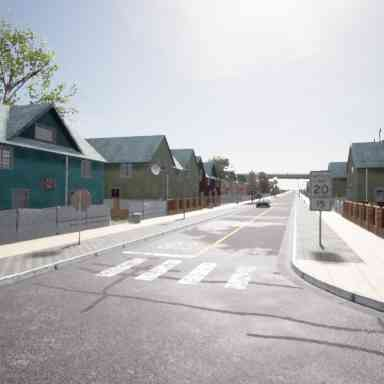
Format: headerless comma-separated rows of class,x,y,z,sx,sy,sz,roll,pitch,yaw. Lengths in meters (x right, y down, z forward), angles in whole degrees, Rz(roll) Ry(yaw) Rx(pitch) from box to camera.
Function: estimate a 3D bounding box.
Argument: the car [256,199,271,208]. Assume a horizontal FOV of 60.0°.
car,10.796,1.651,50.232,1.895,1.301,4.718,0,0,17
